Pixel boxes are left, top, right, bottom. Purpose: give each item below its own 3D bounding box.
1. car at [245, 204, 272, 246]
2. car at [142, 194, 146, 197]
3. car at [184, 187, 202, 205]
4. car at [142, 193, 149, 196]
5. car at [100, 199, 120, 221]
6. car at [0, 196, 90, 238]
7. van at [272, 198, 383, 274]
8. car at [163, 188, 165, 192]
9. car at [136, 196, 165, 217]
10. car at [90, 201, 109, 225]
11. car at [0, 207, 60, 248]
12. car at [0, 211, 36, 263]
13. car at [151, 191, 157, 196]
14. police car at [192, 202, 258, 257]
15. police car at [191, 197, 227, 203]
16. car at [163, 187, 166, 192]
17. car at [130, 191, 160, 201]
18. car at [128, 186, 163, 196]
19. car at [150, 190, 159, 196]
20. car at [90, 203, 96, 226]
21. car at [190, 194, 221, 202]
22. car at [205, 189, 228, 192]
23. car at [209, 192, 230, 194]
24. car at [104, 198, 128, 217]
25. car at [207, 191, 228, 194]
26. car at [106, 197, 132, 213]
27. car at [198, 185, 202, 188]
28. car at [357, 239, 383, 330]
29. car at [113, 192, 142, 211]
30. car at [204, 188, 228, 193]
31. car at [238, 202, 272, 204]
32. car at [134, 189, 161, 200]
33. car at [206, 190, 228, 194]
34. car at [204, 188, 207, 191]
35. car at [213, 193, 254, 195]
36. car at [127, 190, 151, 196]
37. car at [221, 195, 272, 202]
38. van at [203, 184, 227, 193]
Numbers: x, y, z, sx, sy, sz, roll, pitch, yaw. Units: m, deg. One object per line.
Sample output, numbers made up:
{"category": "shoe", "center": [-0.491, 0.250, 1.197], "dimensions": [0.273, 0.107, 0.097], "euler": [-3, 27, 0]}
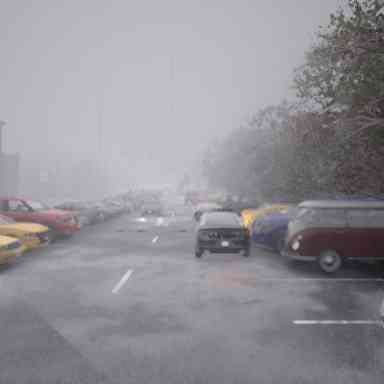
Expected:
{"category": "car", "center": [5.225, 1.484, 15.513], "dimensions": [5.366, 1.575, 1.946], "euler": [0, 0, 0]}
{"category": "car", "center": [-8.011, 1.321, 37.762], "dimensions": [4.792, 1.488, 2.163], "euler": [0, 1, 0]}
{"category": "car", "center": [0.003, 0.768, 47.817], "dimensions": [2.150, 2.045, 5.566], "euler": [0, 2, 0]}
{"category": "car", "center": [-8.069, 1.259, 40.549], "dimensions": [4.792, 1.488, 2.163], "euler": [0, 1, 0]}
{"category": "car", "center": [-8.045, 1.473, 23.829], "dimensions": [5.008, 1.535, 2.097], "euler": [0, 0, 0]}
{"category": "car", "center": [-8.011, 1.236, 15.473], "dimensions": [5.566, 2.045, 2.435], "euler": [0, 0, 0]}
{"category": "van", "center": [4.924, 1.260, 9.943], "dimensions": [4.442, 1.987, 1.878], "euler": [0, 0, 0]}
{"category": "car", "center": [-8.011, 0.423, 62.831], "dimensions": [4.792, 1.488, 2.163], "euler": [0, 3, 0]}
{"category": "car", "center": [-3.597, 1.434, 30.776], "dimensions": [1.837, 1.490, 4.892], "euler": [0, 1, 0]}
{"category": "car", "center": [-8.069, 1.514, 21.042], "dimensions": [4.792, 1.488, 2.163], "euler": [0, 0, 0]}
{"category": "car", "center": [-8.045, 1.486, 12.690], "dimensions": [5.008, 1.535, 2.097], "euler": [0, 0, 0]}
{"category": "car", "center": [-7.854, 1.482, 9.906], "dimensions": [5.366, 1.575, 1.946], "euler": [0, 0, 0]}
{"category": "car", "center": [-8.069, 1.022, 48.916], "dimensions": [4.792, 1.488, 2.163], "euler": [0, 2, 0]}
{"category": "police car", "center": [1.050, 1.432, 13.142], "dimensions": [1.930, 1.638, 5.238], "euler": [0, 0, 0]}
{"category": "police car", "center": [1.050, 1.422, 23.140], "dimensions": [1.930, 1.638, 5.238], "euler": [0, 0, 0]}
{"category": "car", "center": [-8.070, 0.285, 65.612], "dimensions": [4.792, 1.488, 2.163], "euler": [0, 3, 0]}
{"category": "car", "center": [-8.046, 0.659, 57.271], "dimensions": [5.008, 1.535, 2.097], "euler": [0, 2, 0]}
{"category": "car", "center": [-8.012, 0.529, 54.469], "dimensions": [5.566, 2.045, 2.435], "euler": [0, 2, 0]}
{"category": "car", "center": [-8.046, 0.892, 51.692], "dimensions": [4.892, 1.521, 2.231], "euler": [0, 2, 0]}
{"category": "car", "center": [-8.042, 1.528, 18.256], "dimensions": [4.674, 1.452, 2.002], "euler": [0, 0, 0]}
{"category": "car", "center": [1.050, 1.300, 28.996], "dimensions": [2.097, 1.767, 4.553], "euler": [0, 1, 0]}
{"category": "car", "center": [5.225, 0.775, 54.543], "dimensions": [5.366, 1.575, 1.946], "euler": [0, 2, 0]}
{"category": "car", "center": [5.034, 1.154, 43.517], "dimensions": [5.008, 1.535, 2.097], "euler": [0, 2, 0]}
{"category": "car", "center": [-8.046, 1.453, 26.618], "dimensions": [5.008, 1.535, 2.097], "euler": [0, 0, 0]}
{"category": "car", "center": [5.011, 1.015, 49.097], "dimensions": [4.792, 1.488, 2.163], "euler": [0, 2, 0]}
{"category": "car", "center": [-8.037, 1.466, 29.408], "dimensions": [4.674, 1.452, 2.002], "euler": [0, 0, 0]}
{"category": "car", "center": [4.748, -0.502, 92.784], "dimensions": [5.008, 1.535, 2.097], "euler": [0, 3, 0]}
{"category": "car", "center": [5.043, 1.523, 4.373], "dimensions": [4.674, 1.452, 2.002], "euler": [0, 0, 0]}
{"category": "car", "center": [-8.009, 1.220, 34.972], "dimensions": [4.553, 1.767, 2.185], "euler": [0, 1, 0]}
{"category": "car", "center": [5.042, 0.561, 60.243], "dimensions": [4.674, 1.452, 2.002], "euler": [0, 3, 0]}
{"category": "car", "center": [5.035, 1.488, 18.421], "dimensions": [5.008, 1.535, 2.097], "euler": [0, 0, 0]}
{"category": "car", "center": [-8.009, 0.404, 60.041], "dimensions": [4.553, 1.767, 2.185], "euler": [0, 3, 0]}
{"category": "car", "center": [5.225, 0.886, 51.750], "dimensions": [5.366, 1.575, 1.946], "euler": [0, 2, 0]}
{"category": "car", "center": [5.042, 0.424, 63.025], "dimensions": [4.674, 1.452, 2.002], "euler": [0, 3, 0]}
{"category": "car", "center": [5.034, 1.229, 40.600], "dimensions": [4.892, 1.521, 2.231], "euler": [0, 2, 0]}
{"category": "car", "center": [-8.071, 1.033, 43.332], "dimensions": [4.553, 1.767, 2.185], "euler": [0, 2, 0]}
{"category": "car", "center": [4.855, 1.384, 32.366], "dimensions": [5.366, 1.575, 1.946], "euler": [0, 1, 0]}
{"category": "van", "center": [4.913, 0.028, 65.682], "dimensions": [4.442, 1.987, 1.878], "euler": [-1, 3, 0]}
